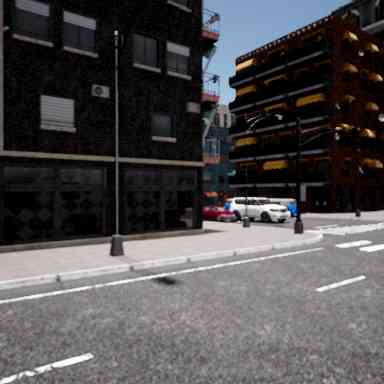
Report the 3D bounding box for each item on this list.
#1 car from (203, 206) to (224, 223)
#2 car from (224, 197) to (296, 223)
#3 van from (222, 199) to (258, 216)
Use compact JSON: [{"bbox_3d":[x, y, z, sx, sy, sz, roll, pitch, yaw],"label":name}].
[{"bbox_3d":[2.004,1.881,28.795,1.802,1.307,4.206,-1,0,-36],"label":"car"},{"bbox_3d":[5.580,1.478,28.253,2.150,2.045,5.566,0,-1,-36],"label":"car"},{"bbox_3d":[5.434,1.686,38.226,1.690,1.788,3.998,-1,0,-36],"label":"van"}]
